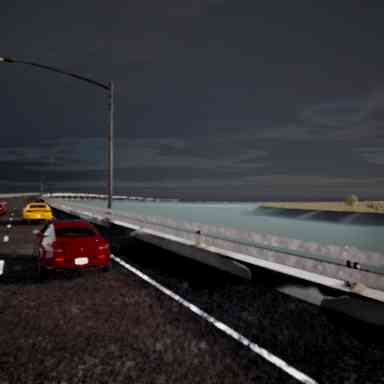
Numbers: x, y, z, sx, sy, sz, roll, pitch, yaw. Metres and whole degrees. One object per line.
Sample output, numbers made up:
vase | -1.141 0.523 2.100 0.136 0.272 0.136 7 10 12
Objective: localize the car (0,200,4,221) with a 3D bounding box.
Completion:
car | -15.307 1.576 24.601 1.882 1.535 5.008 1 0 -27

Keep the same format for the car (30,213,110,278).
car | -3.873 1.590 10.449 1.812 1.442 4.674 1 -1 -28

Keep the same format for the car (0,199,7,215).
car | -21.299 1.500 36.094 2.097 1.767 4.553 1 -1 -27

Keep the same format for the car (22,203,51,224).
car | -12.344 1.615 26.480 1.882 1.535 5.008 1 -1 -28
